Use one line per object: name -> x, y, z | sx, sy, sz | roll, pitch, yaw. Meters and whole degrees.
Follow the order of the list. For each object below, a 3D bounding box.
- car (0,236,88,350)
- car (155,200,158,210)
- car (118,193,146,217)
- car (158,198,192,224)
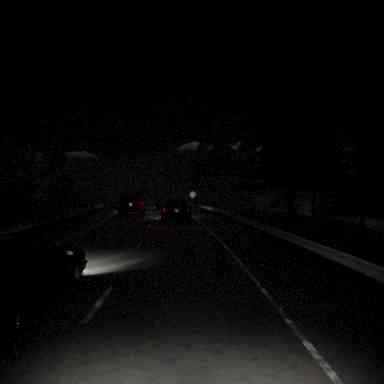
car -> -3.530, 1.528, 6.093 | 2.033, 1.411, 5.357 | 0, 0, -2
car -> -3.481, 1.395, 41.167 | 2.033, 1.411, 5.357 | 0, 0, -9
car -> -5.400, 1.113, 30.166 | 2.150, 2.045, 5.566 | 0, 0, -7
car -> -1.221, 1.263, 24.101 | 2.097, 1.767, 4.553 | 0, 0, -5
